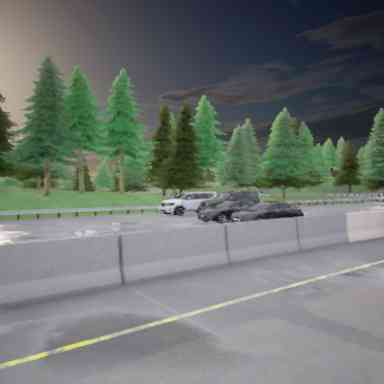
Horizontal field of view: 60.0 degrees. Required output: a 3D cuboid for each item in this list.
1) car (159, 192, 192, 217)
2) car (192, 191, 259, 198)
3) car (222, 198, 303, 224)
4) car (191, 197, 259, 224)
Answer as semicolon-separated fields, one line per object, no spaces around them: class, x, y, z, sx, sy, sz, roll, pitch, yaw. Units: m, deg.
car;-0.110;0.986;29.237;5.566;2.045;2.150;-1;0;-32
car;3.177;0.967;27.168;5.566;2.045;2.150;-1;0;-32
car;4.460;1.296;19.691;4.892;1.490;1.837;0;0;-32
car;2.696;1.292;22.716;4.892;1.490;1.837;0;0;-32
